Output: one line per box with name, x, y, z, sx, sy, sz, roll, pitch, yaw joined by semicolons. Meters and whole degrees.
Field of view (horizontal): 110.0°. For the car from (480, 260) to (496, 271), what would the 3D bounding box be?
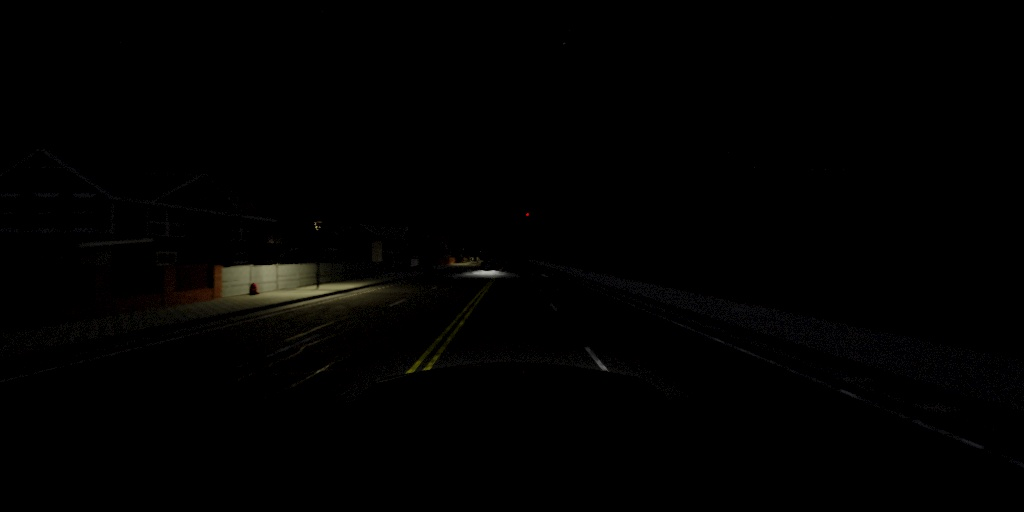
car;-3.233;1.281;49.256;2.128;1.511;4.902;0;1;0
